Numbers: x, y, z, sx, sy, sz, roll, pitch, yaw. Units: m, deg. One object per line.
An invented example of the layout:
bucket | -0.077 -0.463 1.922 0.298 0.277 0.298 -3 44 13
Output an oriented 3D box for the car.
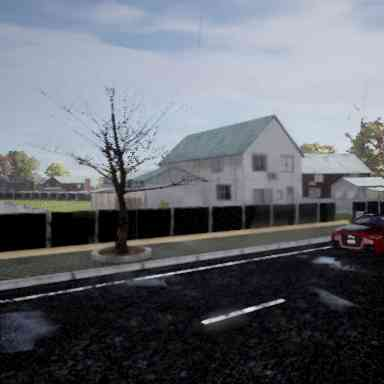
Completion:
car | 7.211 1.554 12.817 4.181 1.385 1.994 0 0 -35
